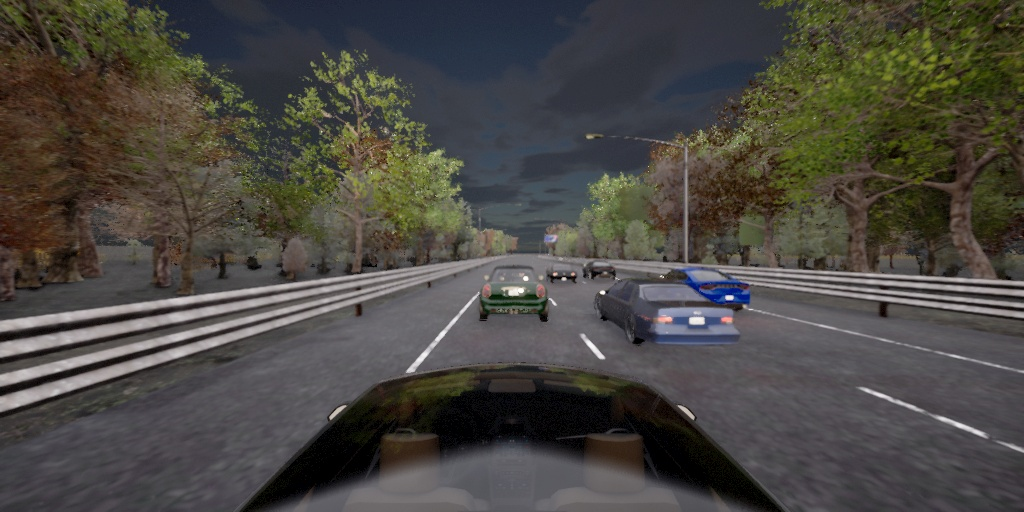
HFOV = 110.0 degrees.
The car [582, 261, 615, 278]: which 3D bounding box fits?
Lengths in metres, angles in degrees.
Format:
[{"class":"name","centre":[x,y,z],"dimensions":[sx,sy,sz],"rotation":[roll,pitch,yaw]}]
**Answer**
[{"class":"car","centre":[7.066,1.130,29.586],"dimensions":[1.882,1.535,5.008],"rotation":[0,0,0]}]

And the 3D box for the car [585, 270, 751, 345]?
[{"class":"car","centre":[3.542,1.272,9.345],"dimensions":[2.033,1.411,5.357],"rotation":[0,0,0]}]

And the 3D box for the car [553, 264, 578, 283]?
[{"class":"car","centre":[3.552,1.264,26.614],"dimensions":[1.895,1.301,4.718],"rotation":[0,0,0]}]

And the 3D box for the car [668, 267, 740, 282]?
[{"class":"car","centre":[7.071,1.186,14.111],"dimensions":[1.882,1.535,5.008],"rotation":[0,0,0]}]

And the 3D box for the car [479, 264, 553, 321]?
[{"class":"car","centre":[0.063,1.065,12.482],"dimensions":[2.097,1.767,4.553],"rotation":[0,0,0]}]
